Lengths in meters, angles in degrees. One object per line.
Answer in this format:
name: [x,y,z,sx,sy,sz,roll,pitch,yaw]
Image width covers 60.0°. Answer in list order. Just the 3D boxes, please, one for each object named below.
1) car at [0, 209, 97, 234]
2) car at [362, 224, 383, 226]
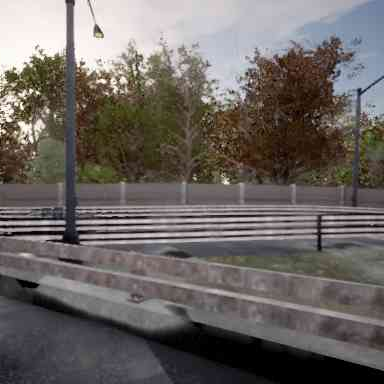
car: [-7.013,1.591,15.829,4.902,1.511,2.128,-1,0,-6]
car: [12.121,1.778,19.179,4.181,1.385,1.994,2,-1,-11]
